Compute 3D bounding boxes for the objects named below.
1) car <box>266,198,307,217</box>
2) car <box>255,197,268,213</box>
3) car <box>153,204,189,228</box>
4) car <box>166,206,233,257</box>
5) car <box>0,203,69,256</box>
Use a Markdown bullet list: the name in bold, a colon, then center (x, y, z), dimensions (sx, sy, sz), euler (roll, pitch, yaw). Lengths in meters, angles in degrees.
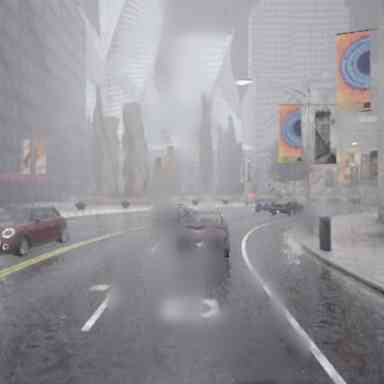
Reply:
- **car**: center (9.436, 1.541, 32.134), dimensions (1.837, 1.490, 4.892), euler (-1, -1, 42)
- **car**: center (8.941, 1.393, 36.412), dimensions (4.553, 1.767, 2.097), euler (0, 0, -44)
- **car**: center (-0.883, 1.517, 21.794), dimensions (2.128, 1.511, 4.902), euler (0, 0, 19)
- **car**: center (0.568, 1.507, 13.104), dimensions (2.128, 1.511, 4.902), euler (0, 0, 6)
- **car**: center (-6.768, 1.366, 13.132), dimensions (2.097, 1.767, 4.553), euler (0, 0, 6)
